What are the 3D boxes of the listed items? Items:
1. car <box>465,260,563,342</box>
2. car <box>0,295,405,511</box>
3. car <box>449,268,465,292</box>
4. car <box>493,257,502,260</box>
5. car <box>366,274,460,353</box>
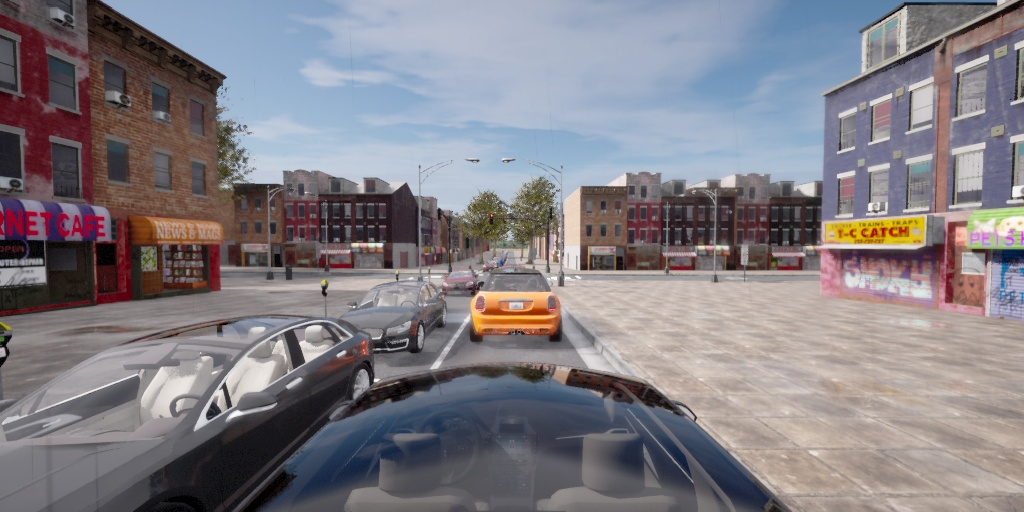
[{"bbox_3d":[0.085,1.101,9.905,2.097,1.767,4.553,0,0,0],"label":"car"},{"bbox_3d":[-2.643,1.300,3.147,2.007,1.370,4.403,0,0,0],"label":"car"},{"bbox_3d":[-2.673,1.337,19.490,1.802,1.307,4.207,0,0,0],"label":"car"},{"bbox_3d":[-2.723,1.246,46.265,1.967,1.591,4.097,0,0,0],"label":"car"},{"bbox_3d":[-2.653,1.299,8.596,2.007,1.370,4.403,0,0,0],"label":"car"}]
